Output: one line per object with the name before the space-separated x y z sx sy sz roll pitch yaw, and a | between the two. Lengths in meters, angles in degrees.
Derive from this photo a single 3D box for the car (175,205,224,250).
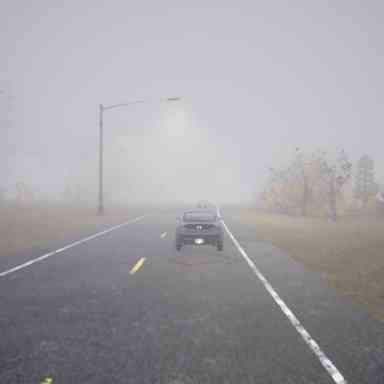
car | 0.317 1.510 14.347 1.837 1.490 4.892 0 0 1

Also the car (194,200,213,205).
car | 1.192 1.594 35.518 2.033 1.411 5.357 0 0 4
